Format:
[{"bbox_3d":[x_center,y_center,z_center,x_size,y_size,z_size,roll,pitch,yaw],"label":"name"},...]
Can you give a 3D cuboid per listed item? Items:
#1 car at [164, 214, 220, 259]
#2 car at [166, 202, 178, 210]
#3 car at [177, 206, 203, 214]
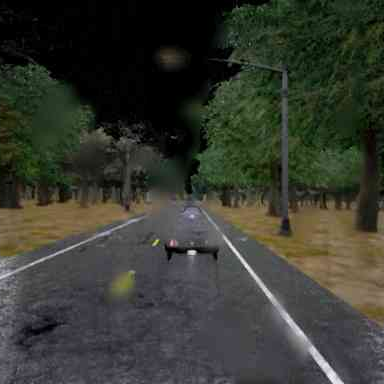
[{"bbox_3d":[0.022,1.753,13.288,1.895,1.301,4.718,0,-1,1],"label":"car"},{"bbox_3d":[-3.505,2.440,59.660,1.994,1.385,4.181,0,-1,0],"label":"car"},{"bbox_3d":[0.030,1.922,28.554,1.994,1.385,4.181,0,-1,1],"label":"car"}]
